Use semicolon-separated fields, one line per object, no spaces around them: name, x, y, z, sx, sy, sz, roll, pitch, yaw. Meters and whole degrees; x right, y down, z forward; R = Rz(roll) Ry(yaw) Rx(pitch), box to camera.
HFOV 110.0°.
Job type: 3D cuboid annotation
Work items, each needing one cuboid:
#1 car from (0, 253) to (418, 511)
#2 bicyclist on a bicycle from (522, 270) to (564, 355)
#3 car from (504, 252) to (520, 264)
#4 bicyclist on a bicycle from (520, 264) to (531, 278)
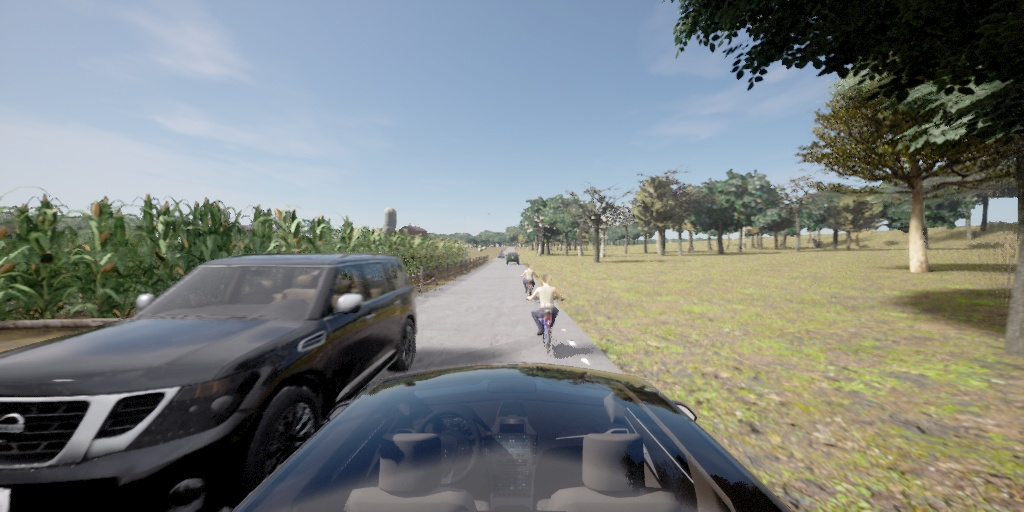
car;-2.850;0.971;4.691;2.150;2.045;5.566;0;0;0
bicyclist on a bicycle;0.726;1.186;7.735;0.866;1.612;1.509;0;0;0
car;0.121;0.359;61.508;2.150;2.045;5.566;0;1;0
bicyclist on a bicycle;0.793;1.175;16.467;0.866;1.612;1.509;0;0;0
